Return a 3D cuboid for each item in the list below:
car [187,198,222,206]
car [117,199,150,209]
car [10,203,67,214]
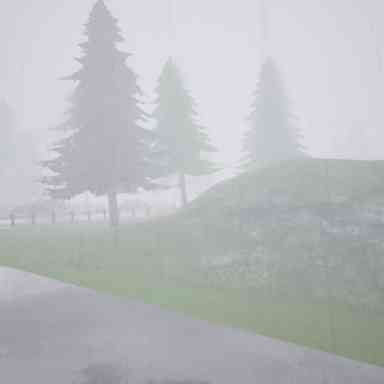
[{"bbox_3d":[1.500,1.459,44.357,5.357,1.411,2.033,0,0,-34],"label":"car"},{"bbox_3d":[-6.936,1.461,37.915,4.181,1.385,1.994,0,0,-39],"label":"car"},{"bbox_3d":[-14.201,1.380,31.023,2.128,1.511,4.902,0,0,44],"label":"car"}]
